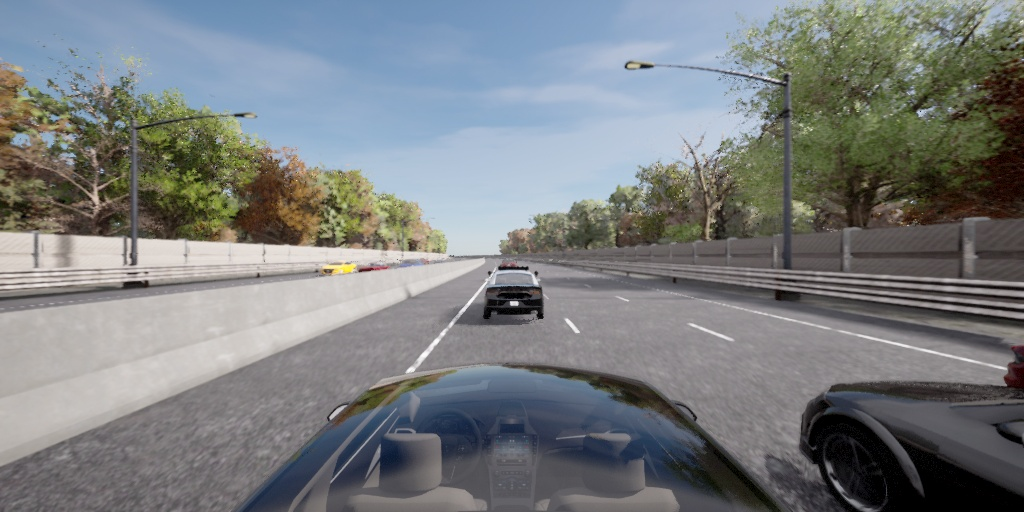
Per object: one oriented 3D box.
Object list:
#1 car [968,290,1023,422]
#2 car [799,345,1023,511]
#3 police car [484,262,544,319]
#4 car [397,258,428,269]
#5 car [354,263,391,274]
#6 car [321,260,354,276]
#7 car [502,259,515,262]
[{"bbox_3d":[7.092,1.226,2.331,1.882,1.535,5.008,0,0,0],"label":"car"},{"bbox_3d":[3.592,1.312,1.501,1.994,1.385,4.181,0,0,0],"label":"car"},{"bbox_3d":[0.047,1.179,13.017,1.930,1.638,5.238,0,0,0],"label":"police car"},{"bbox_3d":[-11.018,1.113,39.118,2.097,1.767,4.553,0,0,-1],"label":"car"},{"bbox_3d":[-14.496,1.362,37.986,1.895,1.301,4.718,0,0,-1],"label":"car"},{"bbox_3d":[-17.985,1.238,37.439,1.882,1.535,5.008,0,0,-1],"label":"car"},{"bbox_3d":[-0.417,1.117,43.085,2.097,1.767,4.553,0,0,-1],"label":"car"}]
